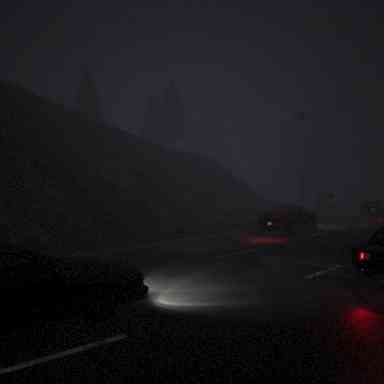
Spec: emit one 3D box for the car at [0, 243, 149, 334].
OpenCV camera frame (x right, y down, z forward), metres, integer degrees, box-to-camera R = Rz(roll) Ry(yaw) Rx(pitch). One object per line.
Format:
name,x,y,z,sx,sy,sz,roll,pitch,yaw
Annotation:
car,-3.452,1.597,5.530,5.357,1.411,2.033,-1,0,-36

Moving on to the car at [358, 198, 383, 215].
car,17.168,1.363,31.987,2.128,1.511,4.902,0,0,23

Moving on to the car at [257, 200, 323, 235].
car,5.518,1.453,18.882,1.882,1.535,5.008,0,0,39

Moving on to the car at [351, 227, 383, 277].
car,6.158,1.553,9.125,1.895,1.301,4.718,-1,0,45

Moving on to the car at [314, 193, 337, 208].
car,17.956,1.106,44.920,2.150,2.045,5.566,0,0,11
